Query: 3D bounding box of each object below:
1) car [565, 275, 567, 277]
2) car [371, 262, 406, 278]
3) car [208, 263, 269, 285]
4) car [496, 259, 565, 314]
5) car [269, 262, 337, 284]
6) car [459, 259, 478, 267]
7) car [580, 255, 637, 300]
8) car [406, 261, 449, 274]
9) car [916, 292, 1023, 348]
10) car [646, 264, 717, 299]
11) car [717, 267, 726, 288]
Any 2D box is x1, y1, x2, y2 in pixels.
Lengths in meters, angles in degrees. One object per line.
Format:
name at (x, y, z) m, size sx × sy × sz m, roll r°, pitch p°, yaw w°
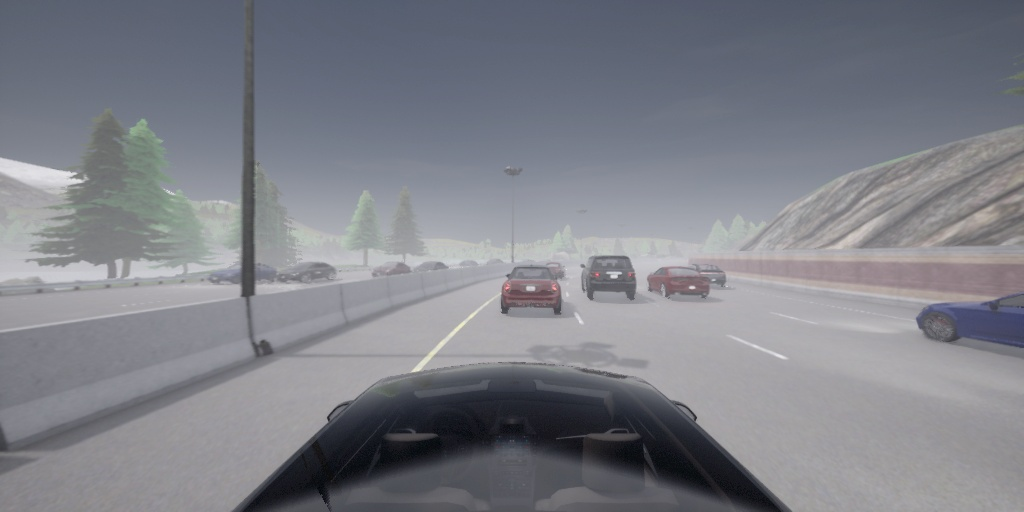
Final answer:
car at (3.792, 1.281, 32.594) m, size 1.812 × 1.442 × 4.674 m, roll 0°, pitch 0°, yaw 13°
car at (-10.764, 1.237, 32.422) m, size 1.812 × 1.442 × 4.674 m, roll 0°, pitch 0°, yaw 12°
car at (-19.073, 1.213, 25.750) m, size 1.812 × 1.442 × 4.674 m, roll 0°, pitch 0°, yaw 9°
car at (0.810, 1.102, 14.030) m, size 2.097 × 1.767 × 4.553 m, roll 0°, pitch 0°, yaw 5°
car at (-15.318, 1.204, 27.004) m, size 1.837 × 1.490 × 4.892 m, roll 0°, pitch 0°, yaw 10°
car at (-7.881, 1.277, 64.837) m, size 1.994 × 1.385 × 4.181 m, roll 0°, pitch 0°, yaw 23°
car at (4.750, 0.983, 18.188) m, size 2.150 × 2.045 × 5.566 m, roll 0°, pitch 0°, yaw 7°
car at (-7.243, 1.227, 32.127) m, size 1.837 × 1.490 × 4.892 m, roll 0°, pitch 0°, yaw 12°
car at (10.809, 1.308, 6.817) m, size 1.812 × 1.442 × 4.674 m, roll 0°, pitch 0°, yaw 2°
car at (8.331, 1.250, 18.415) m, size 1.882 × 1.535 × 5.008 m, roll 0°, pitch 0°, yaw 7°
car at (12.817, 1.276, 24.438) m, size 2.128 × 1.511 × 4.902 m, roll 0°, pitch 0°, yaw 10°
